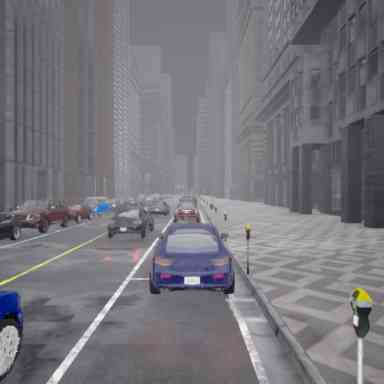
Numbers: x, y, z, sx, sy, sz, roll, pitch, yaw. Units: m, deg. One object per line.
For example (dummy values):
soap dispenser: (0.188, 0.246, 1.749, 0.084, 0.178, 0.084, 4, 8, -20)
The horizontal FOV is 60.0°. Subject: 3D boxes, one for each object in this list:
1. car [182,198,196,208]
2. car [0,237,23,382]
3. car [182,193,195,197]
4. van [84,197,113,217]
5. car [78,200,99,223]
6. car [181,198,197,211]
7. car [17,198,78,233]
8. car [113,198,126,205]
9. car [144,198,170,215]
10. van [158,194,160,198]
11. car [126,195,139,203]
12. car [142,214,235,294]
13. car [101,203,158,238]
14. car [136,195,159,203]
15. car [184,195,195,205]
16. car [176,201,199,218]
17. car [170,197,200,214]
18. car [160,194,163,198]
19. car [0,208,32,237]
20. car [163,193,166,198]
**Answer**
car: (-0.385, 1.565, 47.899, 1.947, 1.339, 4.313, 0, 0, 0)
car: (-3.146, 1.477, 2.384, 1.882, 1.535, 5.008, 0, 0, 0)
car: (-0.386, 1.314, 36.627, 2.192, 1.841, 5.009, 0, 0, 0)
van: (-8.911, 1.340, 30.980, 1.690, 1.788, 3.998, 0, 0, 0)
car: (-8.910, 1.544, 25.344, 1.887, 1.381, 4.507, 0, 0, 0)
car: (-0.385, 1.543, 42.263, 1.887, 1.381, 4.507, 0, 0, 0)
car: (-8.911, 1.314, 19.706, 2.192, 1.841, 5.009, 0, 0, 0)
car: (-8.911, 1.439, 36.617, 1.967, 1.590, 4.097, 0, 0, 0)
car: (-3.128, 1.563, 32.024, 1.994, 1.385, 4.181, 0, 0, 0)
van: (-8.911, 1.345, 76.073, 1.690, 1.788, 3.998, 0, 0, 0)
car: (-8.911, 1.439, 47.891, 1.967, 1.590, 4.097, 0, 0, 0)
car: (0.003, 1.525, 8.651, 1.812, 1.442, 4.674, 0, 0, 0)
car: (-3.123, 1.524, 17.513, 1.812, 1.442, 4.674, 0, 0, 1)
car: (-6.165, 1.524, 46.777, 1.812, 1.442, 4.674, 0, 0, 0)
car: (-0.386, 1.439, 59.171, 1.967, 1.590, 4.097, 0, 0, 0)
car: (-0.385, 1.565, 30.990, 1.947, 1.339, 4.313, 0, 0, 0)
car: (-0.386, 1.439, 25.353, 1.967, 1.590, 4.097, 0, 0, 0)
car: (-8.911, 1.446, 81.710, 1.967, 1.590, 4.097, 0, 0, 0)
car: (-8.910, 1.565, 14.070, 1.947, 1.339, 4.313, 0, 0, 0)
car: (-8.912, 1.324, 87.347, 2.192, 1.841, 5.009, 0, 0, 0)
